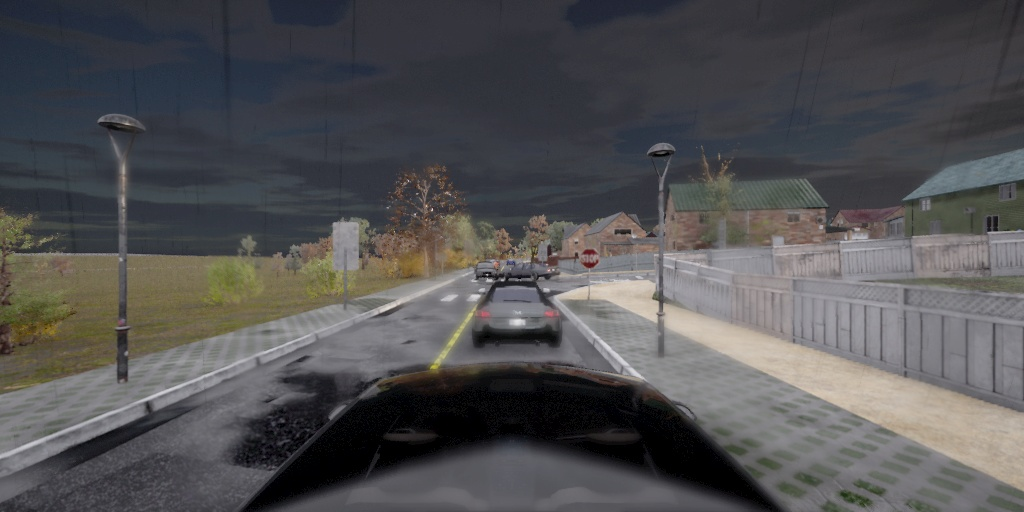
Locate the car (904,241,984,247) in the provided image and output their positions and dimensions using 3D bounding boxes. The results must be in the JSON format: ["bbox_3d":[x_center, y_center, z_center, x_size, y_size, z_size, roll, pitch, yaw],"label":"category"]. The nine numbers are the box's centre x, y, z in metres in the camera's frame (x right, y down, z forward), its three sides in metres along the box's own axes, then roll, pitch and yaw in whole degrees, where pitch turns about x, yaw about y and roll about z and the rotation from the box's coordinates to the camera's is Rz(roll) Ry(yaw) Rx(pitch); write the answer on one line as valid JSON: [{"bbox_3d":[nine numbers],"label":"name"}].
[{"bbox_3d":[23.836,-0.195,20.306,4.902,1.511,2.128,-3,0,14],"label":"car"}]

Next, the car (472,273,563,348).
[{"bbox_3d":[0.081,1.319,9.268,1.994,1.385,4.181,0,0,-1],"label":"car"}]

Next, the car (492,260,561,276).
[{"bbox_3d":[1.262,1.217,28.286,5.357,1.411,2.033,-4,-3,43],"label":"car"}]

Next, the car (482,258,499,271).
[{"bbox_3d":[-2.986,1.157,51.004,2.097,1.767,4.553,0,0,0],"label":"car"}]

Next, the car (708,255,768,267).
[{"bbox_3d":[14.329,0.429,22.701,4.181,1.385,1.994,-3,0,16],"label":"car"}]

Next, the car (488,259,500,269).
[{"bbox_3d":[-3.000,1.300,61.040,1.882,1.535,5.008,0,0,0],"label":"car"}]

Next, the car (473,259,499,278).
[{"bbox_3d":[-2.334,1.280,31.187,1.837,1.490,4.892,0,0,-8],"label":"car"}]
